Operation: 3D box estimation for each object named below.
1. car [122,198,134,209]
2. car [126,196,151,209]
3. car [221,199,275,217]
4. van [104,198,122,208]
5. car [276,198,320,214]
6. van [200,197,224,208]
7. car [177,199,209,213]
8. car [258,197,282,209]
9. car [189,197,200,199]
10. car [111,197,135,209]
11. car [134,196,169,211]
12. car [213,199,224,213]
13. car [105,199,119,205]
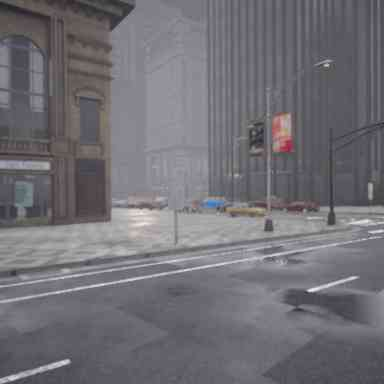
[{"bbox_3d":[-8.838,2.076,52.802,1.887,1.381,4.507,-2,0,-35],"label":"car"},{"bbox_3d":[-9.453,1.798,58.418,2.150,2.045,5.566,-1,-1,-35],"label":"car"},{"bbox_3d":[5.424,1.723,32.760,1.752,1.417,4.829,-2,0,-35],"label":"car"},{"bbox_3d":[-14.509,2.003,60.763,1.690,1.788,3.998,-2,0,-35],"label":"van"},{"bbox_3d":[12.279,1.666,37.834,1.887,1.381,4.507,-2,0,-35],"label":"car"},{"bbox_3d":[3.439,1.669,50.278,1.690,1.788,3.998,-2,0,-35],"label":"van"},{"bbox_3d":[-0.339,1.884,40.860,2.008,1.369,4.403,-2,0,-35],"label":"car"},{"bbox_3d":[9.328,1.505,41.982,2.192,1.841,5.009,-2,0,-35],"label":"car"},{"bbox_3d":[0.494,1.712,54.426,2.192,1.841,5.009,-2,0,-35],"label":"car"},{"bbox_3d":[-11.673,2.037,56.782,1.967,1.590,4.097,-2,0,-35],"label":"car"},{"bbox_3d":[-6.011,1.781,48.821,2.192,1.841,5.009,-2,0,-35],"label":"car"},{"bbox_3d":[4.925,1.837,38.075,1.895,1.301,4.718,-1,0,-35],"label":"car"},{"bbox_3d":[-20.070,2.432,83.290,1.947,1.339,4.313,-2,0,-35],"label":"car"}]
